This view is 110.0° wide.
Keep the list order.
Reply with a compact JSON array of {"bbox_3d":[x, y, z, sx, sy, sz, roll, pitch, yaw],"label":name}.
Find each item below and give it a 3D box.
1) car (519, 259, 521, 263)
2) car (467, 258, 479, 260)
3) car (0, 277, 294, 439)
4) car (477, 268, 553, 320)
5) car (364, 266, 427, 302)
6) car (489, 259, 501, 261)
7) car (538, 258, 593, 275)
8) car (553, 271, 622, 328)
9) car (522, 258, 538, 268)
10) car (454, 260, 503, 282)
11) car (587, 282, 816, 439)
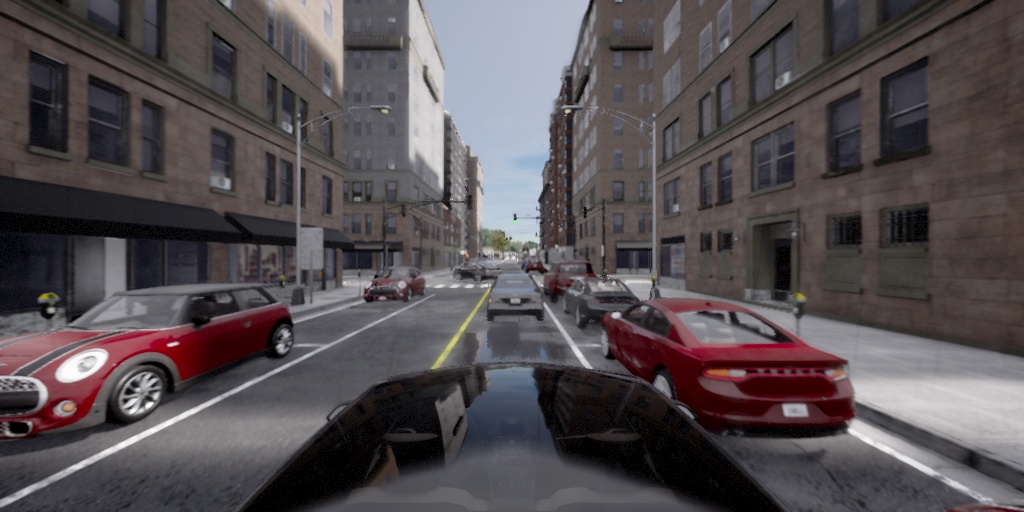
[{"bbox_3d":[2.689,1.254,60.497,2.192,1.841,5.009,0,0,0],"label":"car"},{"bbox_3d":[-5.417,1.219,49.488,2.192,1.841,5.009,0,0,0],"label":"car"},{"bbox_3d":[-5.387,1.203,5.565,1.967,1.591,4.097,0,0,0],"label":"car"},{"bbox_3d":[0.101,1.333,12.715,2.033,1.411,5.357,0,0,0],"label":"car"},{"bbox_3d":[-5.387,1.240,16.929,1.967,1.591,4.097,0,0,0],"label":"car"},{"bbox_3d":[-2.821,1.441,52.944,1.812,1.442,4.674,0,0,0],"label":"car"},{"bbox_3d":[2.638,1.114,16.930,2.192,1.841,5.009,0,0,0],"label":"car"},{"bbox_3d":[2.638,1.332,11.247,2.007,1.370,4.403,0,0,0],"label":"car"},{"bbox_3d":[2.702,1.201,43.986,2.192,1.841,5.009,0,0,0],"label":"car"},{"bbox_3d":[-2.825,1.335,28.859,2.128,1.511,4.902,1,-1,-41],"label":"car"},{"bbox_3d":[2.638,1.308,5.565,1.888,1.381,4.507,0,0,0],"label":"car"}]
